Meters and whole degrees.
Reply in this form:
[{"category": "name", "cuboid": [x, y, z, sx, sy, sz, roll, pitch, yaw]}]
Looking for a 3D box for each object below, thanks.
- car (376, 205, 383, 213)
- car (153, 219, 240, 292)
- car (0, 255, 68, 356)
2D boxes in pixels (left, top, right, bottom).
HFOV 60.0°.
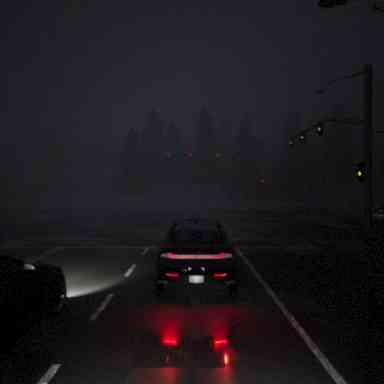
[{"category": "car", "cuboid": [20.644, 1.433, 31.756, 5.357, 1.411, 2.033, 0, 0, 0]}, {"category": "car", "cuboid": [0.119, 1.475, 8.877, 2.128, 1.511, 4.902, 0, 0, 1]}, {"category": "car", "cuboid": [-3.405, 1.555, 4.809, 1.994, 1.385, 4.181, 0, 0, 0]}]
